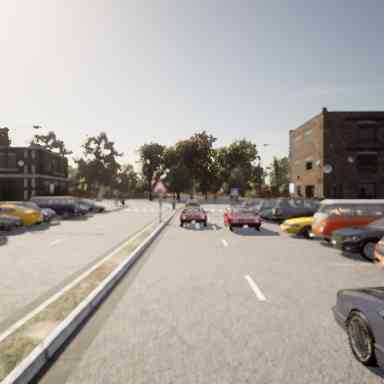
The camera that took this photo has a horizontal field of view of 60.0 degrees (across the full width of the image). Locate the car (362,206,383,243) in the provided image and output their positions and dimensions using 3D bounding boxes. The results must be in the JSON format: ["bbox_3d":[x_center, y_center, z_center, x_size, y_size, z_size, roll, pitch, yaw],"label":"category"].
[{"bbox_3d":[7.672,1.400,9.286,4.553,1.767,2.185,0,0,0],"label":"car"}]

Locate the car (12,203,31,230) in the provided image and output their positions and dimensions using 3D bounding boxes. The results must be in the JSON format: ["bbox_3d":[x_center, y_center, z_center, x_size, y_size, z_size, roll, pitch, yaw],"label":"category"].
[{"bbox_3d":[-12.531,1.591,19.373,4.892,1.521,2.231,0,0,0],"label":"car"}]

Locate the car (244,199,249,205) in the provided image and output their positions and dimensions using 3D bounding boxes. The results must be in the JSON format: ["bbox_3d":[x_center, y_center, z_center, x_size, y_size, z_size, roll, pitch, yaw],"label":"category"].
[{"bbox_3d":[7.642,1.690,31.348,4.674,1.452,2.002,0,0,0],"label":"car"}]

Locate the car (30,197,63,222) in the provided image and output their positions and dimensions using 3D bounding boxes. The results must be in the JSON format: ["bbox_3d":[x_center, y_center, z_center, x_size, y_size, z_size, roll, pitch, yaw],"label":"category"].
[{"bbox_3d":[-12.550,1.502,24.932,4.553,1.767,2.185,0,0,0],"label":"car"}]

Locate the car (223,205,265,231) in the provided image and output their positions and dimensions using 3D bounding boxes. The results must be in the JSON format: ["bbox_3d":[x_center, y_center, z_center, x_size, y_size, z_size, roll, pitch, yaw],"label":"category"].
[{"bbox_3d":[3.096,1.720,21.439,1.895,1.301,4.718,0,0,0],"label":"car"}]

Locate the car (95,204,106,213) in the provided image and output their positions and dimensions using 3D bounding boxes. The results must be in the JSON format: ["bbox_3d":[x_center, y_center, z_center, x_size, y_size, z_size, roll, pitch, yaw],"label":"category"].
[{"bbox_3d":[-12.477,1.703,38.711,4.792,1.488,2.163,0,0,0],"label":"car"}]

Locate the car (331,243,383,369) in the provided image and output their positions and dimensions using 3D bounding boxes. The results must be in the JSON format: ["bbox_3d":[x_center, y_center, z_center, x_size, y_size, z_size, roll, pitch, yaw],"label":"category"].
[{"bbox_3d":[3.100,1.560,2.741,2.033,1.411,5.357,0,0,0],"label":"car"}]

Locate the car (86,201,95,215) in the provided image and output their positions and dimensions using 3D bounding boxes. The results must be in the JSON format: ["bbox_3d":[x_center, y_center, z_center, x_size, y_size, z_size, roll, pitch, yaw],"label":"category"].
[{"bbox_3d":[-12.543,1.542,33.276,4.553,1.767,2.185,0,0,0],"label":"car"}]

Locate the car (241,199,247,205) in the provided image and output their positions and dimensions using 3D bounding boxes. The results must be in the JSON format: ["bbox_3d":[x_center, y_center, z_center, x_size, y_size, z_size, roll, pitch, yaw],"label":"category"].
[{"bbox_3d":[7.650,1.660,34.104,5.008,1.535,2.097,0,0,0],"label":"car"}]

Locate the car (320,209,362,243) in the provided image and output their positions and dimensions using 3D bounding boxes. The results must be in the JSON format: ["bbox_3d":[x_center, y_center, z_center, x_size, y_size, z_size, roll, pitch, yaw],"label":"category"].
[{"bbox_3d":[7.647,1.542,12.043,5.008,1.535,2.097,0,0,0],"label":"car"}]

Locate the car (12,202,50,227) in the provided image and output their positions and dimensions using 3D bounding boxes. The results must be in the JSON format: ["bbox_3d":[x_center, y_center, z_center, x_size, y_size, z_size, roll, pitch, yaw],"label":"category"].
[{"bbox_3d":[-12.517,1.608,22.027,5.008,1.535,2.097,0,0,0],"label":"car"}]

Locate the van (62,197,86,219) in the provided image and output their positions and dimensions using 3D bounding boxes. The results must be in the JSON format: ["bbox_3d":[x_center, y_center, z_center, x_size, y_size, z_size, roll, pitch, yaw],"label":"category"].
[{"bbox_3d":[-12.398,1.434,30.368,4.442,1.987,1.878,0,0,0],"label":"van"}]

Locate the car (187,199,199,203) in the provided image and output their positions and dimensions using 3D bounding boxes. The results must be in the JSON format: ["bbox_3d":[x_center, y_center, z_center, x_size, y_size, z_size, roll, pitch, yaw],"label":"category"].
[{"bbox_3d":[0.128,1.697,41.385,1.837,1.490,4.892,0,0,1],"label":"car"}]

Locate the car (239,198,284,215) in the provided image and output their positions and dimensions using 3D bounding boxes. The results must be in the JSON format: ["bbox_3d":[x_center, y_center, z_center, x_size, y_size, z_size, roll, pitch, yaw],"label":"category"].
[{"bbox_3d":[7.614,1.541,36.867,4.553,1.767,2.185,0,0,0],"label":"car"}]

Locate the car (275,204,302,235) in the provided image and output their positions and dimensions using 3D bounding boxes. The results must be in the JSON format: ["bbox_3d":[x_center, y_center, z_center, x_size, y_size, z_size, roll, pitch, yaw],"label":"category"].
[{"bbox_3d":[7.457,1.572,17.558,5.366,1.575,1.946,0,0,0],"label":"car"}]

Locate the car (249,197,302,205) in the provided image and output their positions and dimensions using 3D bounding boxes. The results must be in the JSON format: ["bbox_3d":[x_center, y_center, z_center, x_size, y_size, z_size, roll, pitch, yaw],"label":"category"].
[{"bbox_3d":[7.613,1.514,28.591,4.553,1.767,2.185,0,0,0],"label":"car"}]

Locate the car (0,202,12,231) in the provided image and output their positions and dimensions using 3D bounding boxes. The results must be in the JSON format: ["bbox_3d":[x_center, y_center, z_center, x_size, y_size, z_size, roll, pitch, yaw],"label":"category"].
[{"bbox_3d":[-12.556,1.319,16.597,5.566,2.045,2.435,0,0,0],"label":"car"}]

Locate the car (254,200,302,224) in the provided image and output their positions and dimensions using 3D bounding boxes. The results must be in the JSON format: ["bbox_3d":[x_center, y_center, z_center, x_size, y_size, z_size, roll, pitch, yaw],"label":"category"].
[{"bbox_3d":[7.650,1.628,25.829,4.892,1.521,2.231,0,0,0],"label":"car"}]

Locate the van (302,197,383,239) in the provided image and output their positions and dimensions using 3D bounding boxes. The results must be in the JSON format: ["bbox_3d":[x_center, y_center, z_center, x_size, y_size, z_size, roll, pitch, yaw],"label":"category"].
[{"bbox_3d":[7.525,1.332,14.801,4.442,1.987,1.878,0,0,0],"label":"van"}]

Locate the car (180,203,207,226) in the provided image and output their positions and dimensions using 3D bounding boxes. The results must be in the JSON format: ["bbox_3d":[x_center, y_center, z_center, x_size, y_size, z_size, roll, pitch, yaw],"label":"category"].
[{"bbox_3d":[0.105,1.738,24.454,1.895,1.301,4.718,0,0,0],"label":"car"}]
